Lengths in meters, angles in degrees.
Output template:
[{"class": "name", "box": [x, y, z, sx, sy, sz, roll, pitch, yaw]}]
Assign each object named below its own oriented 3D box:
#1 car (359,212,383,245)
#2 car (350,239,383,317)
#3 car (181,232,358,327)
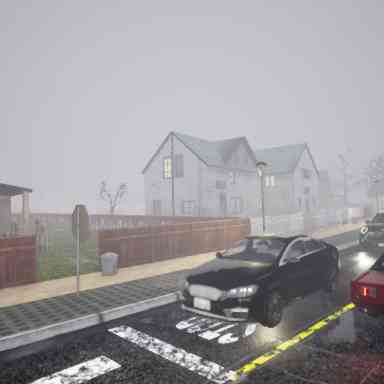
[{"class": "car", "box": [9.712, 1.734, 16.115, 2.097, 1.767, 4.553, -4, -3, 41]}, {"class": "car", "box": [5.009, 1.707, 6.807, 1.895, 1.301, 4.718, -4, -4, 45]}, {"class": "car", "box": [1.825, 1.743, 7.693, 2.128, 1.511, 4.902, -4, -4, 43]}]
